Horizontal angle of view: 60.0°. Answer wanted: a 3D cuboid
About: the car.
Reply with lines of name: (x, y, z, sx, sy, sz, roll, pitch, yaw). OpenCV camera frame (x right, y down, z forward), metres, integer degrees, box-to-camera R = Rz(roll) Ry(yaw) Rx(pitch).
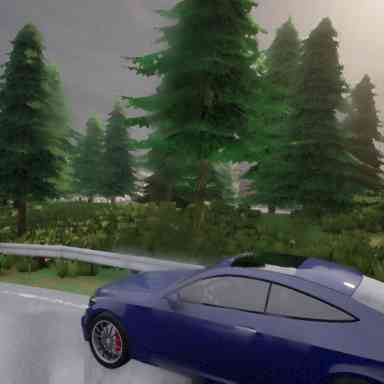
car: (0.726, 1.500, 4.117, 4.674, 1.442, 1.812, 1, 1, 31)
